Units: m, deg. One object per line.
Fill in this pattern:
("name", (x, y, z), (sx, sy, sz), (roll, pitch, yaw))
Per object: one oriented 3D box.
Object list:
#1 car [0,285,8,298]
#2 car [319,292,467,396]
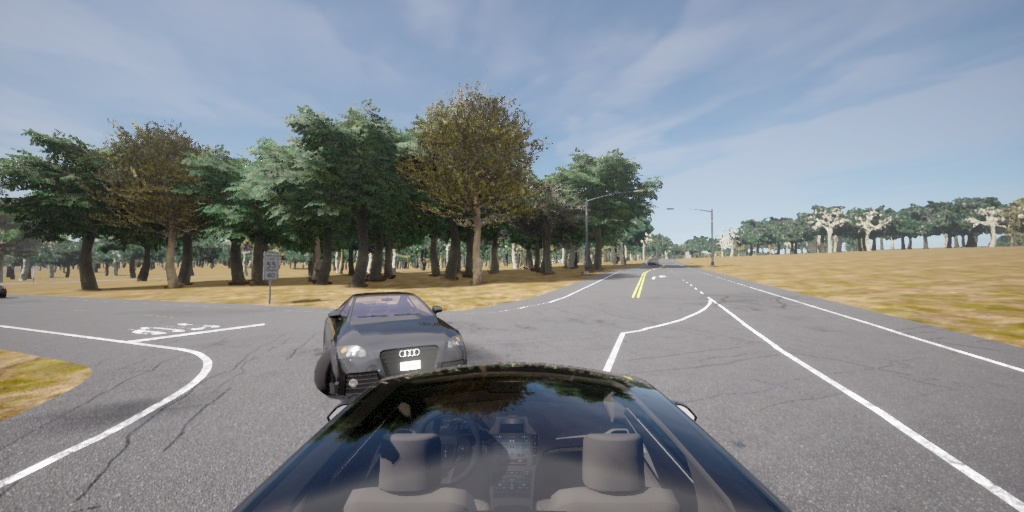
("car", (-40.852, 2.566, 27.440), (4.181, 1.385, 1.994), (-2, -3, 22))
("car", (-2.354, 1.377, 6.660), (1.994, 1.385, 4.181), (1, -2, -29))
